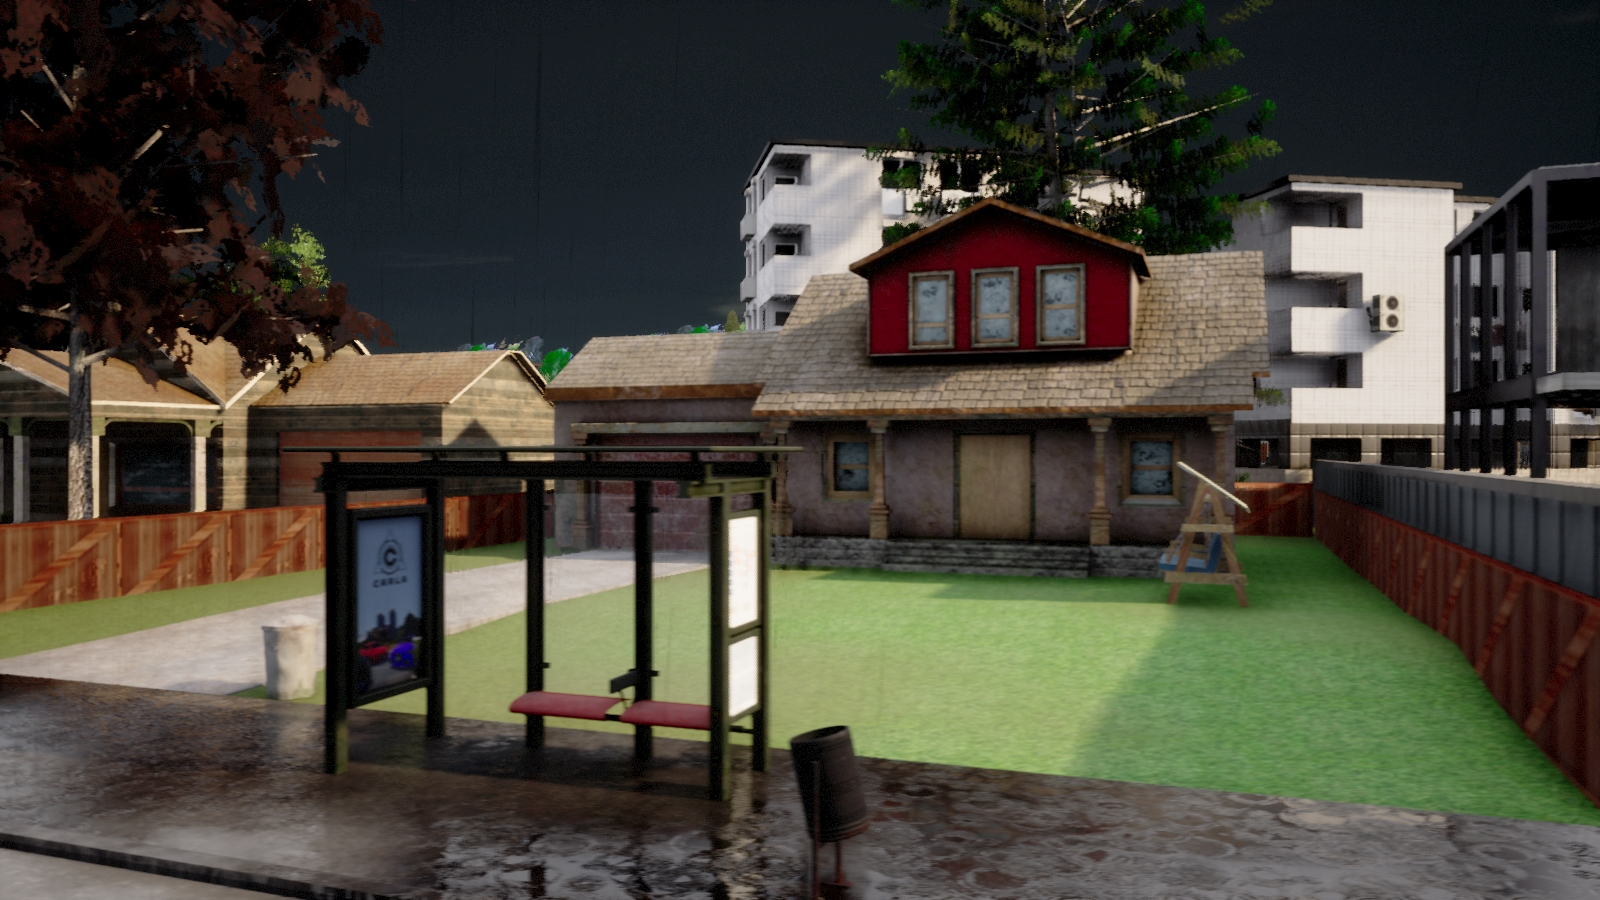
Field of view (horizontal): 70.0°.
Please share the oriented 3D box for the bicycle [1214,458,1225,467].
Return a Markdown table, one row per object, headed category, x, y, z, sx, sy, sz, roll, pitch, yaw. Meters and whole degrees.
| category | x | y | z | sx | sy | sz | roll | pitch | yaw |
| --- | --- | --- | --- | --- | --- | --- | --- | --- | --- |
| bicycle | 70.200 | 2.060 | 191.165 | 1.835 | 1.471 | 0.329 | 0 | 0 | 20 |
